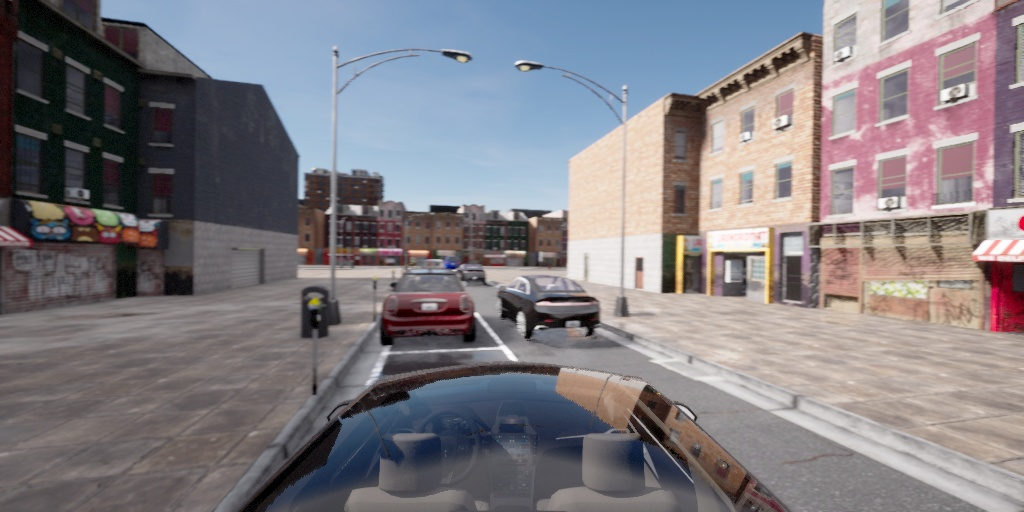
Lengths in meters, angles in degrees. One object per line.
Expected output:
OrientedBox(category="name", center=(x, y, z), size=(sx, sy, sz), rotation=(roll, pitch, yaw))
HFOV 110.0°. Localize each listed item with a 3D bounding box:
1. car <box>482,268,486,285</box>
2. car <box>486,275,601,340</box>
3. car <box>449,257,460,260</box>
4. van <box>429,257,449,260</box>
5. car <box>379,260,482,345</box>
OrientedBox(category="car", center=(-3.106, 1.322, 26.957), size=(2.128, 1.511, 4.902), rotation=(1, 0, -13))
OrientedBox(category="car", center=(0.794, 1.290, 10.287), size=(2.128, 1.511, 4.902), rotation=(1, 0, -13))
OrientedBox(category="car", center=(-7.848, 1.097, 46.886), size=(2.150, 2.045, 5.566), rotation=(1, 0, -12))
OrientedBox(category="van", center=(-5.766, 1.133, 26.262), size=(1.690, 1.789, 3.998), rotation=(0, 0, -13))
OrientedBox(category="car", center=(-2.249, 1.110, 9.753), size=(2.097, 1.767, 4.553), rotation=(1, 0, -13))
